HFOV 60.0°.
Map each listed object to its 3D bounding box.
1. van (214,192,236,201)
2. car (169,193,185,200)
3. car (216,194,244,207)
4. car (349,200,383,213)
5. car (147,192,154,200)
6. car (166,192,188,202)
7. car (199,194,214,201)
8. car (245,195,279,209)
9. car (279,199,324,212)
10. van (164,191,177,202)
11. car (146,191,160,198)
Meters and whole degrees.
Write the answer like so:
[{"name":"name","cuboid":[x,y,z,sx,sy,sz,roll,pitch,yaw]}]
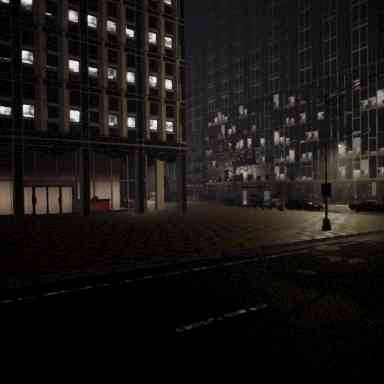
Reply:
[{"name":"van","cuboid":[6.292,0.855,59.791,1.690,1.788,3.998,0,1,-34]},{"name":"car","cuboid":[-3.359,0.936,73.850,1.802,1.307,4.206,0,1,-34]},{"name":"car","cuboid":[5.774,1.319,45.652,1.947,1.339,4.313,0,1,-34]},{"name":"car","cuboid":[18.081,1.472,32.524,1.895,1.301,4.718,-1,1,-36]},{"name":"car","cuboid":[-10.268,1.040,69.107,2.008,1.369,4.403,0,1,-34]},{"name":"car","cuboid":[-2.886,0.883,63.076,2.097,1.767,4.553,-1,1,-34]},{"name":"car","cuboid":[3.076,1.043,64.479,1.802,1.307,4.206,0,1,-34]},{"name":"car","cuboid":[8.943,1.388,40.935,1.802,1.307,4.206,0,1,-34]},{"name":"car","cuboid":[12.147,1.423,36.237,1.947,1.339,4.313,0,1,-34]},{"name":"van","cuboid":[-3.833,0.937,59.734,1.690,1.788,3.998,0,1,-34]},{"name":"car","cuboid":[-9.795,0.686,83.218,1.967,1.590,4.097,0,1,-34]}]
